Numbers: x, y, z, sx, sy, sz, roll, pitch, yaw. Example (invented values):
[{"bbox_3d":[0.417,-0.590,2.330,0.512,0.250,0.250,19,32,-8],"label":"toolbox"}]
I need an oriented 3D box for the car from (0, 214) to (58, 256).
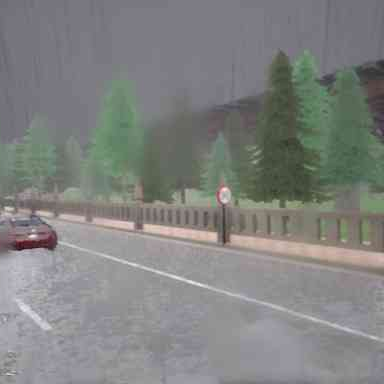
[{"bbox_3d":[-7.020,1.570,13.413,1.994,1.385,4.181,-1,1,-41],"label":"car"}]
